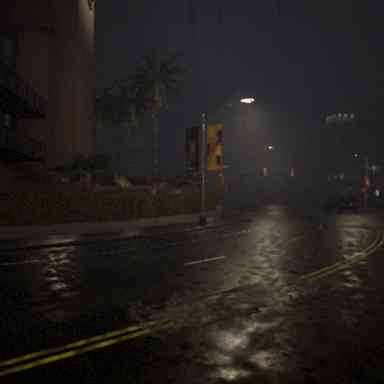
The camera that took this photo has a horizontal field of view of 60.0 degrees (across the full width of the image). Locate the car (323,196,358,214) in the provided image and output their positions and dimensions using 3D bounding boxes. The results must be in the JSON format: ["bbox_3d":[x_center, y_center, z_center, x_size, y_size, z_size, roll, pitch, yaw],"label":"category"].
[{"bbox_3d":[17.634,1.520,39.711,2.150,2.045,5.566,0,0,-1],"label":"car"}]
